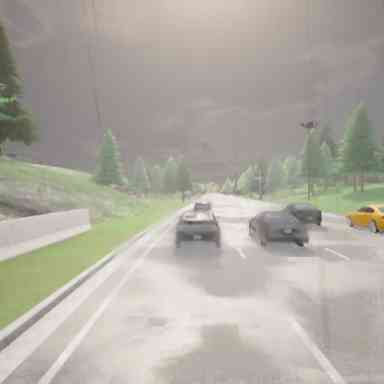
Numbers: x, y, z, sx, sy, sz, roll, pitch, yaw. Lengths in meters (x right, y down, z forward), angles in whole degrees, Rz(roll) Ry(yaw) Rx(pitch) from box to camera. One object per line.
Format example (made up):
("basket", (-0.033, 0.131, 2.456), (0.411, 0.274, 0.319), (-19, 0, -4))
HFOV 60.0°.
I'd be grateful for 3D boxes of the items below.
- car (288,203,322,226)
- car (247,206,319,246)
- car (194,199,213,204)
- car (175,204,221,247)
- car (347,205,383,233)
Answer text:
("car", (7.594, 1.507, 23.550), (1.882, 1.535, 5.008), (0, 0, 2))
("car", (3.773, 1.567, 15.319), (2.033, 1.411, 5.357), (0, 0, 2))
("car", (1.203, 1.537, 35.743), (2.128, 1.511, 4.902), (0, 0, 3))
("car", (0.278, 1.511, 14.995), (2.128, 1.511, 4.902), (0, 0, 1))
("car", (10.933, 1.502, 19.673), (1.882, 1.535, 5.008), (0, 0, 2))
